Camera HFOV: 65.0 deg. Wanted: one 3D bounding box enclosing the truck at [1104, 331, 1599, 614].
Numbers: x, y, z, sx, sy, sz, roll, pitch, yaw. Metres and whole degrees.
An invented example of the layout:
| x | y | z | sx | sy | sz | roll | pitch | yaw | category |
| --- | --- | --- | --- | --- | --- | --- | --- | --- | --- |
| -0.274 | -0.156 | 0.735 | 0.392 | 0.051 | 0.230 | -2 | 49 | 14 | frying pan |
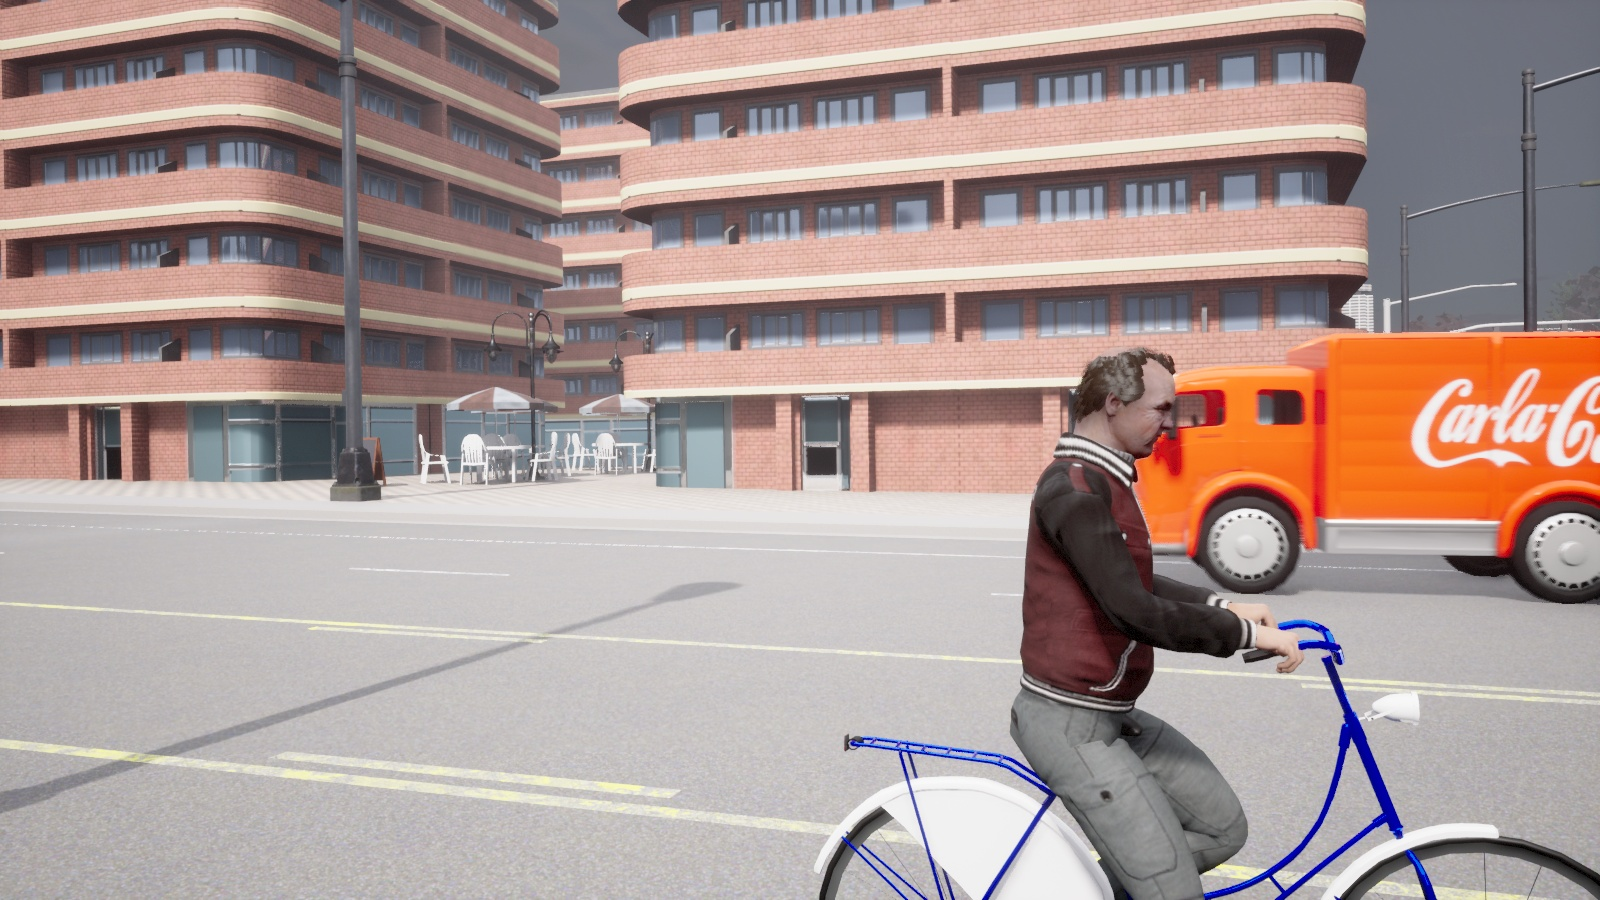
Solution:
| x | y | z | sx | sy | sz | roll | pitch | yaw | category |
| --- | --- | --- | --- | --- | --- | --- | --- | --- | --- |
| 5.763 | 0.162 | 12.523 | 5.204 | 2.467 | 2.627 | 1 | 1 | 12 | truck |

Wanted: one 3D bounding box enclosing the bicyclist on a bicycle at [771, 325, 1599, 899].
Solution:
| x | y | z | sx | sy | sz | roll | pitch | yaw | category |
| --- | --- | --- | --- | --- | --- | --- | --- | --- | --- |
| 0.913 | 0.654 | 2.814 | 1.843 | 1.776 | 0.659 | 0 | 1 | 18 | bicyclist on a bicycle |
